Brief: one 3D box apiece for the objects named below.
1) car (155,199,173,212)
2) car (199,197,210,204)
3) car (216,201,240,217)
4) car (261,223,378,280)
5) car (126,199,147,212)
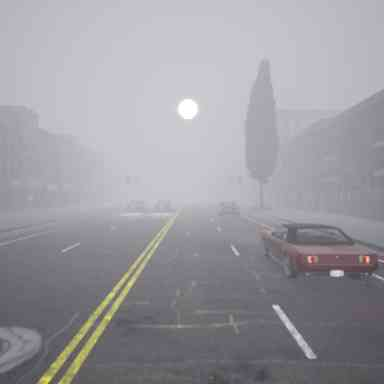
[{"bbox_3d":[-3.311,1.559,39.497,2.128,1.511,4.902,0,0,0],"label":"car"},{"bbox_3d":[3.306,1.965,77.980,1.812,1.442,4.674,0,-1,0],"label":"car"},{"bbox_3d":[3.371,1.572,31.664,2.033,1.411,5.357,0,0,0],"label":"car"},{"bbox_3d":[3.359,1.584,9.889,1.895,1.301,4.718,0,0,0],"label":"car"},{"bbox_3d":[-6.562,1.559,39.494,2.128,1.511,4.902,0,0,0],"label":"car"}]
